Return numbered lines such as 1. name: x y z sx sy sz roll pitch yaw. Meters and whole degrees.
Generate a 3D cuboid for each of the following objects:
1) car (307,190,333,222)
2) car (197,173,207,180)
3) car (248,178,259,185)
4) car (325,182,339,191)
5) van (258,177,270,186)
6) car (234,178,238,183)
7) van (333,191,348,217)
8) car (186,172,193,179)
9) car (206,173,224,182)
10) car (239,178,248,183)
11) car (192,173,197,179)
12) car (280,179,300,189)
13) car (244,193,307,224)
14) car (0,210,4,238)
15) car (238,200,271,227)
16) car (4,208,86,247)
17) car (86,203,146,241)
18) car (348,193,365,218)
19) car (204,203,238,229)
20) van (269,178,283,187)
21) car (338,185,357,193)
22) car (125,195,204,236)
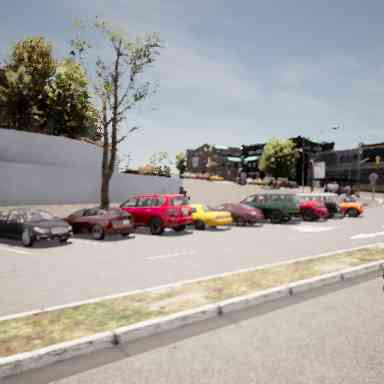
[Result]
1. car: 7.355 1.122 25.359 5.566 2.045 2.435 -1 -1 35
2. car: 4.676 -4.094 89.226 2.435 2.045 5.566 7 4 34
3. car: 15.215 -2.207 74.681 1.946 1.575 5.366 6 3 35
4. car: 25.495 -0.818 59.735 2.435 2.045 5.566 7 3 35
5. van: 16.789 -2.157 71.950 1.878 1.987 4.442 7 4 35
6. car: 11.639 -2.711 79.462 2.002 1.452 4.674 6 4 35
7. van: 9.894 1.130 27.029 4.442 1.987 1.878 -1 -1 35
8. car: 1.150 -4.480 94.161 2.185 1.767 4.553 4 1 33
9. car: 6.529 -3.572 86.969 1.946 1.575 5.366 6 3 34
10. car: 13.383 -2.438 77.001 2.002 1.452 4.674 7 4 35
11. car: 2.881 -4.245 91.692 2.185 1.767 4.553 6 3 34
12. car: 20.282 -1.385 67.119 2.231 1.521 4.892 7 3 35
13. car: 4.841 1.138 23.654 5.566 2.045 2.435 -1 0 35
14. car: -9.844 1.369 13.227 4.553 1.767 2.185 -1 -1 35
15. car: 2.415 1.446 21.898 4.674 1.452 2.002 -1 0 35
16. car: -7.377 1.476 14.953 4.892 1.521 2.231 -1 -1 35
17. car: -4.956 1.485 16.699 4.792 1.488 2.163 -1 0 35
18. car: 12.303 1.215 28.779 4.553 1.767 2.185 -1 0 35
19. car: -0.192 1.422 20.271 5.366 1.575 1.946 -1 0 35
20. van: 18.520 -1.883 69.479 1.878 1.987 4.442 7 4 35
21. car: 27.189 -0.255 57.265 2.002 1.452 4.674 6 3 35
22. car: -2.513 1.188 18.443 5.566 2.045 2.435 -1 0 35
